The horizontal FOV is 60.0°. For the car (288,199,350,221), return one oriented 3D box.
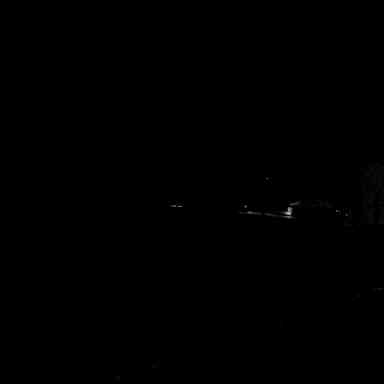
[{"bbox_3d":[9.458,1.269,25.087,1.812,1.442,4.674,1,1,-35],"label":"car"}]

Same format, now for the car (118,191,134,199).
[{"bbox_3d":[-12.267,0.608,61.393,1.812,1.442,4.674,1,1,-35],"label":"car"}]

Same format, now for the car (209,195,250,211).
[{"bbox_3d":[3.669,1.069,33.420,2.128,1.511,4.902,1,1,-35],"label":"car"}]

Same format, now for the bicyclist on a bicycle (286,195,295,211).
[{"bbox_3d":[10.264,1.118,34.393,1.656,1.620,0.582,0,1,-35],"label":"bicyclist on a bicycle"}]

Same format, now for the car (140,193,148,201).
[{"bbox_3d":[-6.747,0.801,53.517,1.994,1.385,4.181,1,1,-34],"label":"car"}]

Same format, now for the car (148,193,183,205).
[{"bbox_3d":[-3.316,0.924,43.485,2.033,1.411,5.357,1,1,-35],"label":"car"}]
